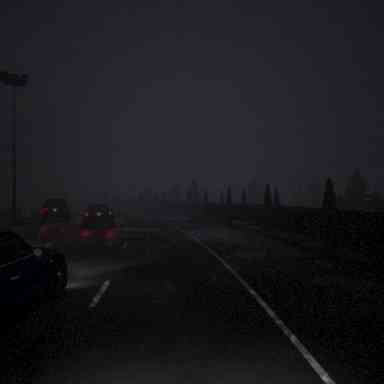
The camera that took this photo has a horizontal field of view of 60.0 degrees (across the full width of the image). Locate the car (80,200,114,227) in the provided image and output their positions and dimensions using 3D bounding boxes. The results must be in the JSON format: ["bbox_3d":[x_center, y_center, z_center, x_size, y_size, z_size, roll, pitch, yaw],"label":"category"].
[{"bbox_3d":[-7.043,1.627,25.300,2.097,1.767,4.553,0,-1,-14],"label":"car"}]

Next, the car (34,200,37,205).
[{"bbox_3d":[-35.850,2.273,79.157,4.674,1.442,1.812,-1,-1,40],"label":"car"}]

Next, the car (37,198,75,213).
[{"bbox_3d":[-11.645,1.547,28.881,2.150,2.045,5.566,0,-1,-17],"label":"car"}]

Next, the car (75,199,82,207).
[{"bbox_3d":[-22.508,2.188,66.608,1.801,1.575,5.366,0,-1,-38],"label":"car"}]

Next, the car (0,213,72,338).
[{"bbox_3d":[-3.807,1.423,5.745,2.097,1.767,4.553,0,-1,-3],"label":"car"}]
